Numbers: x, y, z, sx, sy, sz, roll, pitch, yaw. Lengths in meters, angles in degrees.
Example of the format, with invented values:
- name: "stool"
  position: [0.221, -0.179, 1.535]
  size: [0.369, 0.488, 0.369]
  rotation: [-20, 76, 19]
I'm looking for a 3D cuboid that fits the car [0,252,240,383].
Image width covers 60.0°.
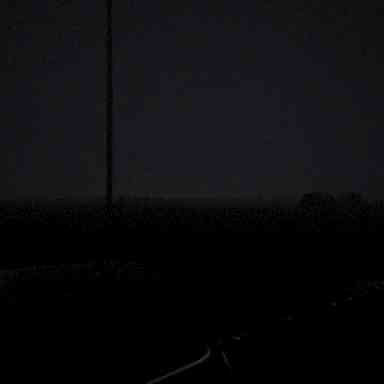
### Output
- name: "car"
  position: [-1.847, 1.352, 1.742]
  size: [4.553, 1.767, 2.097]
  rotation: [0, 0, -35]
